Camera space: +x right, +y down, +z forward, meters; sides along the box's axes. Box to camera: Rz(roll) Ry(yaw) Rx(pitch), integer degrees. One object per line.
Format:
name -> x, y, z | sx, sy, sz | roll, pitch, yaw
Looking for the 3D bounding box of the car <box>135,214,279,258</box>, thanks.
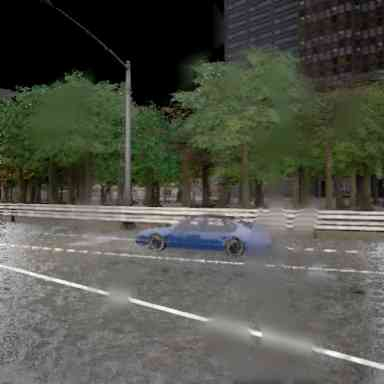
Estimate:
car -> 0.530, 1.575, 12.779 | 5.357, 1.411, 2.033 | 0, 0, 20
